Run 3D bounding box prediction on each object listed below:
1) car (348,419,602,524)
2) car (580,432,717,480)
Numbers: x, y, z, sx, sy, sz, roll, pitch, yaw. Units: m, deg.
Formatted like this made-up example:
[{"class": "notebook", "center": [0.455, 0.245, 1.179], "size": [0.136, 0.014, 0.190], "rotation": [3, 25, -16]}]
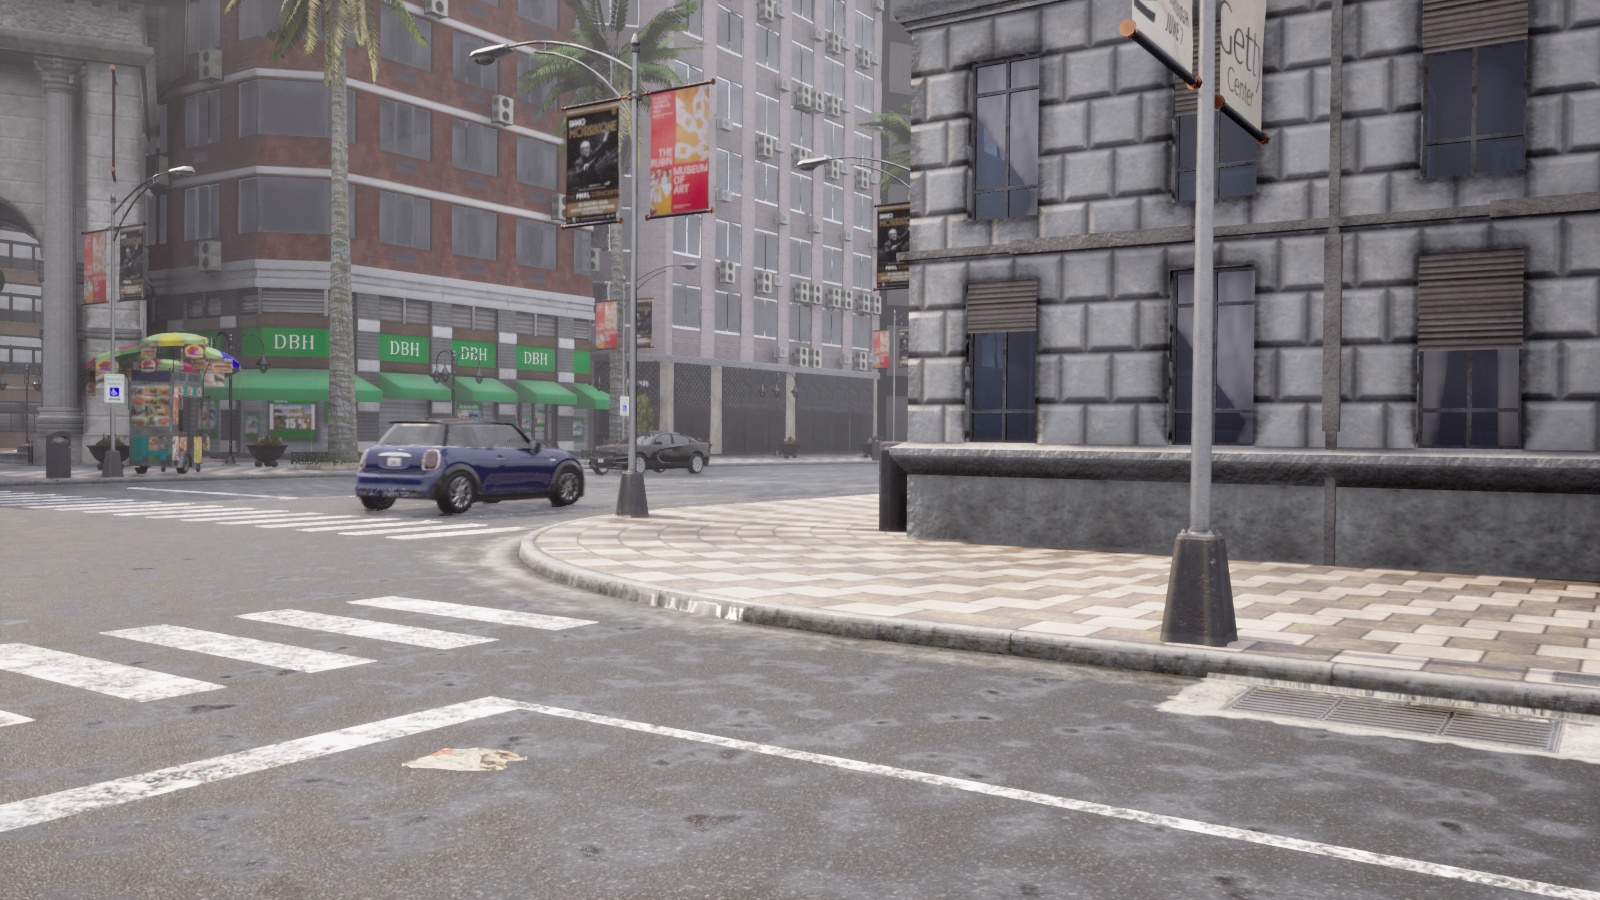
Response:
[{"class": "car", "center": [-5.963, 0.321, 23.632], "size": [2.097, 1.767, 4.553], "rotation": [0, 1, 27]}, {"class": "car", "center": [-5.189, 0.160, 43.637], "size": [1.882, 1.535, 5.008], "rotation": [0, 1, 34]}]
